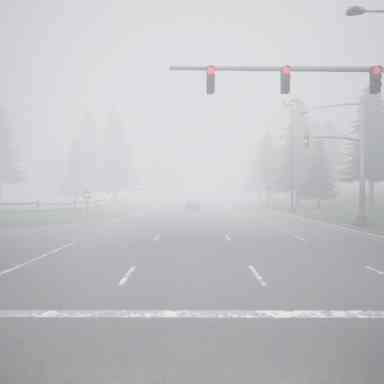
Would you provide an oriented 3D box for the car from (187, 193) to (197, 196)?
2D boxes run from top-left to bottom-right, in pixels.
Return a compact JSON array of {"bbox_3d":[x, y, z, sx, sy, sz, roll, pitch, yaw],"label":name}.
[{"bbox_3d":[0.079,1.545,70.778,1.994,1.385,4.181,0,0,0],"label":"car"}]

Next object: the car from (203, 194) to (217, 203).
[{"bbox_3d":[3.578,1.517,70.357,2.128,1.511,4.902,0,0,0],"label":"car"}]

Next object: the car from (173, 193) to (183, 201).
[{"bbox_3d":[-3.410,1.188,80.755,2.097,1.767,4.553,0,0,0],"label":"car"}]

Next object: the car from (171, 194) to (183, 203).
[{"bbox_3d":[-3.422,1.531,70.365,2.033,1.411,5.357,0,0,0],"label":"car"}]

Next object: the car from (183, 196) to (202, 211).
[{"bbox_3d":[0.044,1.526,39.748,1.812,1.442,4.674,0,0,0],"label":"car"}]

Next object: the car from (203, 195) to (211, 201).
[{"bbox_3d":[3.590,1.428,80.807,1.895,1.301,4.718,0,0,0],"label":"car"}]

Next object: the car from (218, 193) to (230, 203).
[{"bbox_3d":[7.079,1.517,70.770,1.812,1.442,4.674,0,0,0],"label":"car"}]

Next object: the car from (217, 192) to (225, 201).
[{"bbox_3d":[7.090,1.058,80.803,2.150,2.045,5.566,0,0,0],"label":"car"}]
